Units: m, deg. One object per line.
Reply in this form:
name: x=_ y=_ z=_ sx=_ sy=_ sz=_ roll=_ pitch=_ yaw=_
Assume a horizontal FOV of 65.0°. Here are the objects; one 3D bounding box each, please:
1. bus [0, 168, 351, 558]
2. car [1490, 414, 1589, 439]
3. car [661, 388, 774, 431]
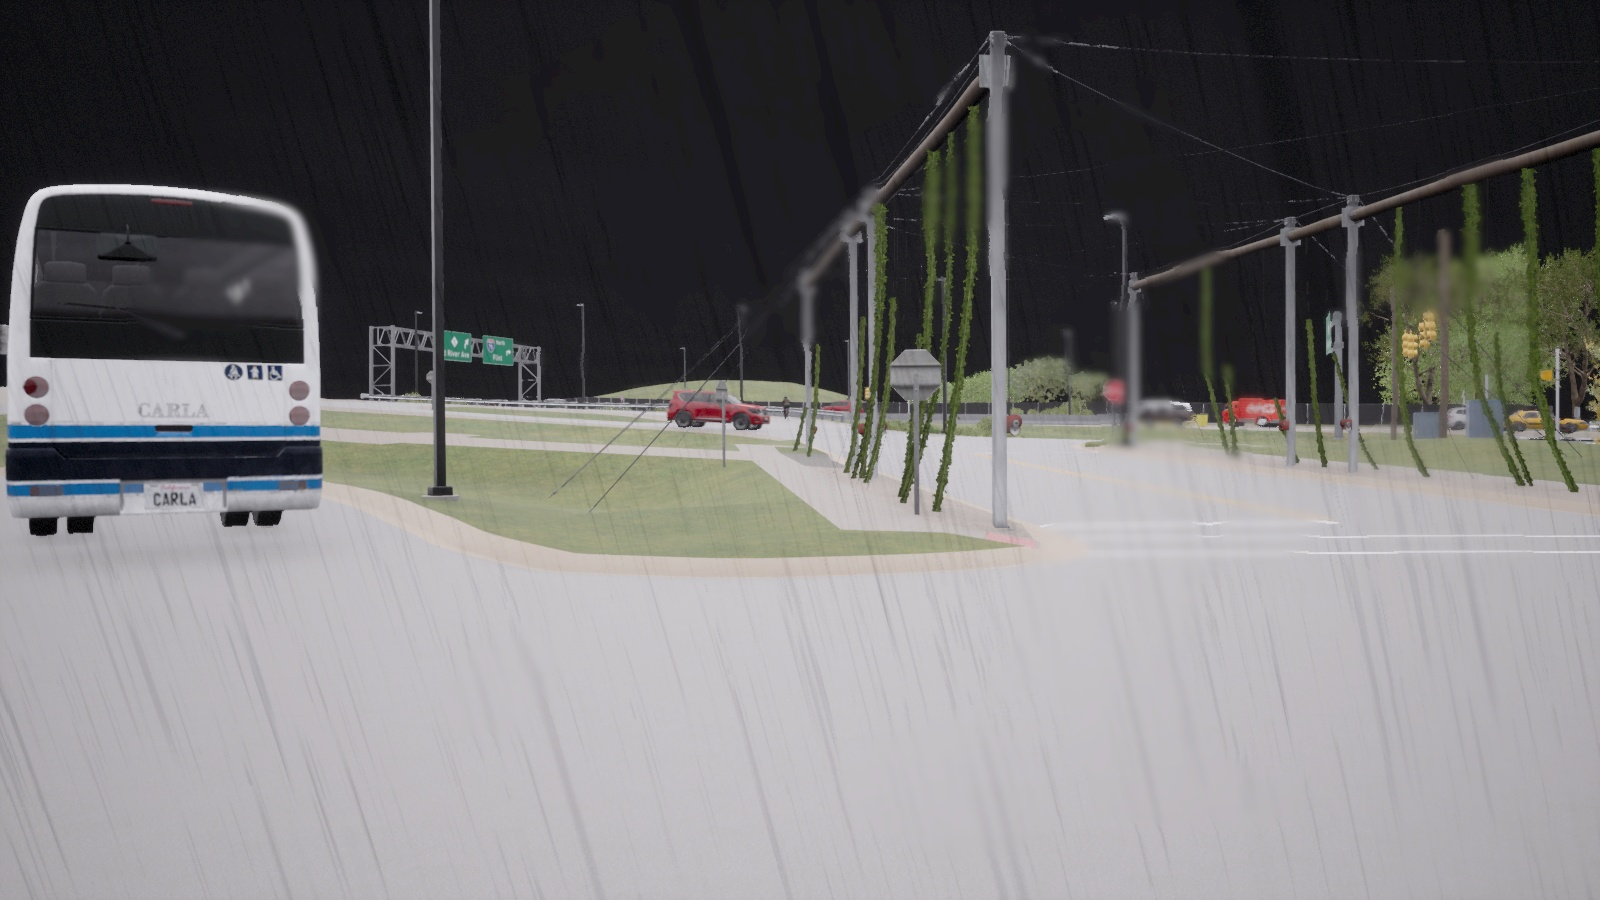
bus: x=-9.877 y=-1.263 z=18.984 sx=3.944 sy=4.253 sz=10.273 roll=0 pitch=4 yaw=-30
car: x=49.043 y=-1.575 z=83.409 sx=5.366 sy=1.575 sz=1.801 roll=2 pitch=1 yaw=20
car: x=-4.423 y=-2.169 z=67.356 sx=5.566 sy=2.045 sz=2.150 roll=3 pitch=2 yaw=18
